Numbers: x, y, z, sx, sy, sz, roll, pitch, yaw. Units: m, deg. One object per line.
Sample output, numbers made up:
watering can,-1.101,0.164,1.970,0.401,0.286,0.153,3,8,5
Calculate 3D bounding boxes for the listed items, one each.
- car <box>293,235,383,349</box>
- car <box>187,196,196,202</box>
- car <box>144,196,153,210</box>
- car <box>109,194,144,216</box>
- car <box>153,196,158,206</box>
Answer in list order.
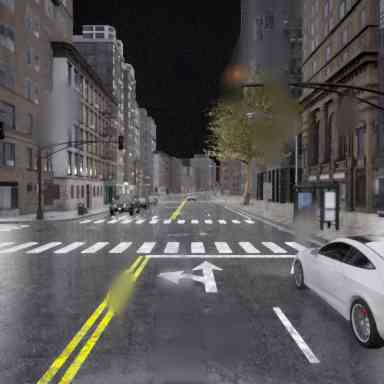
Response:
car,3.346,1.524,6.128,1.812,1.442,4.674,0,0,0
car,-0.042,1.436,73.490,1.895,1.301,4.718,0,0,0
car,-6.626,1.436,43.352,1.882,1.535,5.008,0,0,0
car,-6.592,1.197,33.241,2.150,2.045,5.566,0,0,1
car,-6.624,1.420,53.670,2.128,1.511,4.902,0,0,0
